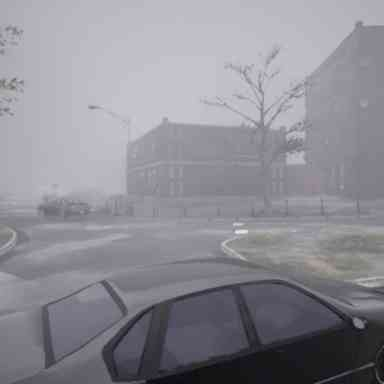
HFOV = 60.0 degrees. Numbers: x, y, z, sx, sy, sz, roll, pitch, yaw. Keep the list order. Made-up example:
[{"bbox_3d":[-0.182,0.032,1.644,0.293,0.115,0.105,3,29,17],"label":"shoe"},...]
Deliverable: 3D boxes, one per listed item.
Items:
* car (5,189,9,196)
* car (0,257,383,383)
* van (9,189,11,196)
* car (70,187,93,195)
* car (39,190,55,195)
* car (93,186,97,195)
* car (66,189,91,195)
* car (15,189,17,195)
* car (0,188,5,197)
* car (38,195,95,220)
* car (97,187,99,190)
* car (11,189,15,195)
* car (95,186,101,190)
[{"bbox_3d":[-44.563,0.372,74.116,5.366,1.575,1.946,-1,2,-12],"label":"car"},{"bbox_3d":[0.293,1.490,3.608,5.357,1.411,2.033,-1,1,-25],"label":"car"},{"bbox_3d":[-45.225,0.081,76.787,4.442,1.987,1.878,-1,2,-12],"label":"van"},{"bbox_3d":[-21.648,0.419,63.072,4.553,1.767,2.185,-1,1,-12],"label":"car"},{"bbox_3d":[-25.762,0.756,60.260,1.895,1.301,4.718,-1,1,-13],"label":"car"},{"bbox_3d":[-23.438,0.220,71.219,4.553,1.767,2.185,-1,2,-12],"label":"car"},{"bbox_3d":[-20.541,0.685,57.755,4.792,1.488,2.163,-1,1,-12],"label":"car"},{"bbox_3d":[-46.555,0.045,82.142,4.553,1.767,2.185,-1,2,-12],"label":"car"},{"bbox_3d":[-44.179,0.196,71.372,5.566,2.045,2.435,-1,2,-12],"label":"car"},{"bbox_3d":[-9.682,1.210,24.931,4.902,1.511,2.128,0,1,38],"label":"car"},{"bbox_3d":[-24.654,0.203,76.645,4.892,1.521,2.231,-1,2,-12],"label":"car"},{"bbox_3d":[-45.936,0.239,79.459,5.008,1.535,2.097,-1,2,-12],"label":"car"},{"bbox_3d":[-25.228,-0.122,79.355,5.566,2.045,2.435,-1,2,-12],"label":"car"}]
